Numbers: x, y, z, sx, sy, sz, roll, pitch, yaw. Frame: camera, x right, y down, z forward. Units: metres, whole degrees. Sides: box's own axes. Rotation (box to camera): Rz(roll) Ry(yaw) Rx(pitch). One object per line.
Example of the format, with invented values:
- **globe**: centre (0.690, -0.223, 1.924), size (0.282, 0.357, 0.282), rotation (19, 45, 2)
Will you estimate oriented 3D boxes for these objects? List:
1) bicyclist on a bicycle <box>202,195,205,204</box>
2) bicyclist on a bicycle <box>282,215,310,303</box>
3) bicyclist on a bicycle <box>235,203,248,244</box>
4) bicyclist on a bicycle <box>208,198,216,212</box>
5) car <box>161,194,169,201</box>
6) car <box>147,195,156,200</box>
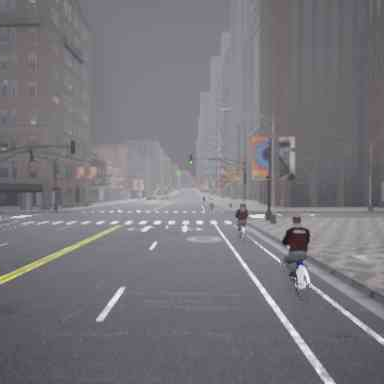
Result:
- **bicyclist on a bicycle**: centre (2.238, 1.504, 63.265), size (0.659, 1.776, 1.843), rotation (0, 0, 0)
- **bicyclist on a bicycle**: centre (2.248, 1.380, 7.330), size (0.659, 1.776, 1.843), rotation (0, 0, 0)
- **bicyclist on a bicycle**: centre (2.246, 1.392, 15.158), size (0.659, 1.776, 1.843), rotation (0, 0, 0)
- **bicyclist on a bicycle**: centre (2.242, 1.503, 37.515), size (0.866, 1.612, 1.509), rotation (0, -1, 0)
- **car**: centre (-6.514, 1.281, 80.436), size (1.837, 1.490, 4.892), rotation (0, 0, 0)
- **car**: centre (-9.764, 1.334, 80.436), size (1.994, 1.385, 4.181), rotation (0, 0, 0)
